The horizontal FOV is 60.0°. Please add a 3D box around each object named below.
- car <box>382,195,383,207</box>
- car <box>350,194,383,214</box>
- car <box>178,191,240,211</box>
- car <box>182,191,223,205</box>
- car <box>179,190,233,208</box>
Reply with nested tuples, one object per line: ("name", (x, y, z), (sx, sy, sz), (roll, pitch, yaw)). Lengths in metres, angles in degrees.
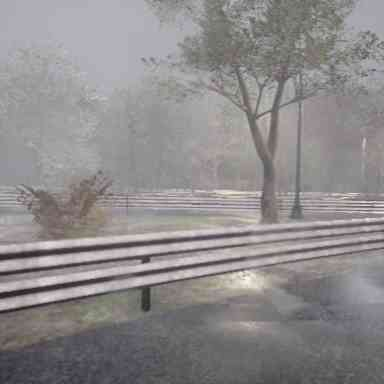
("car", (24.116, 1.086, 36.532), (5.357, 1.411, 2.033), (1, 2, -3))
("car", (16.434, 0.962, 29.112), (4.553, 1.767, 2.097), (1, 2, -3))
("car", (1.447, 0.844, 28.325), (5.357, 1.411, 2.033), (1, 2, -3))
("car", (1.067, 0.621, 35.312), (4.181, 1.385, 1.994), (1, 2, -3))
("car", (1.271, 0.655, 31.816), (5.008, 1.535, 1.882), (1, 2, -3))
